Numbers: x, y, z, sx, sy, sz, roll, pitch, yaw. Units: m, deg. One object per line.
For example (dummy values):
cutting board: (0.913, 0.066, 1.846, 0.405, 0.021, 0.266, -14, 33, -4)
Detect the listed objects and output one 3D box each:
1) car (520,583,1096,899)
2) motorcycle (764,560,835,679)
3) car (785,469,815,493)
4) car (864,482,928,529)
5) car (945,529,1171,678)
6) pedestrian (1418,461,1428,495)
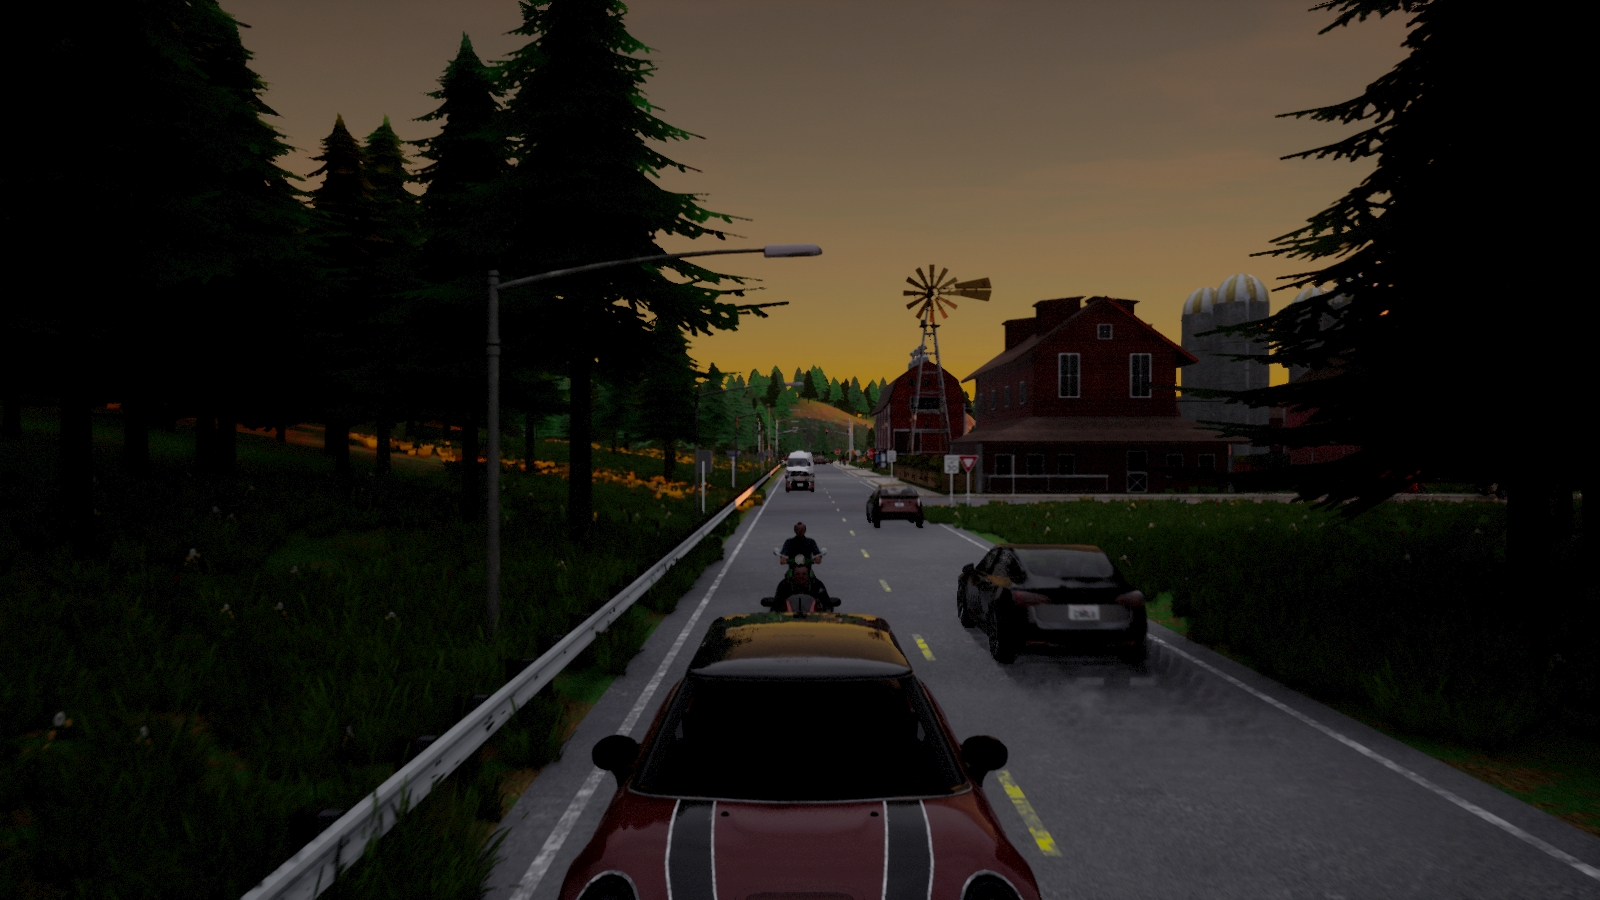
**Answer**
car: (0.031, 1.901, 6.433, 2.097, 1.767, 4.553, 0, 0, 0)
motorcycle: (-0.003, 2.197, 15.189, 0.867, 1.251, 2.209, 0, 0, 0)
car: (0.001, 2.027, 74.600, 1.970, 1.475, 3.806, 0, 0, 0)
car: (3.497, 2.018, 42.345, 2.007, 1.525, 4.514, 0, 0, 0)
car: (3.472, 2.054, 16.427, 2.163, 1.488, 4.792, 0, 0, 0)
pedestrian: (34.349, 1.523, 62.988, 0.375, 1.860, 0.375, 0, 0, -1)
